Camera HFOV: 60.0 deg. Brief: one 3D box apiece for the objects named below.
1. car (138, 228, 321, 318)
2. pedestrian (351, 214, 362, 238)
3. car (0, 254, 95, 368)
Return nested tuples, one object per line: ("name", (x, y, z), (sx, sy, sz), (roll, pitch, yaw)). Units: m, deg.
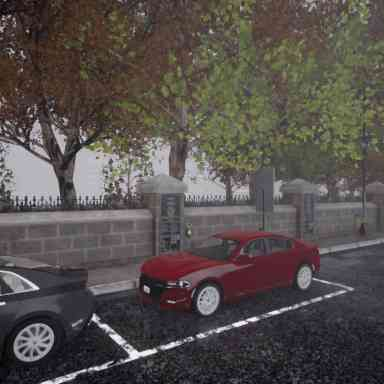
("car", (0.999, 1.545, 7.414), (4.507, 1.381, 1.887), (0, 0, -35))
("pedestrian", (7.601, 1.525, 15.172), (0.500, 1.100, 0.500), (0, 0, -35))
("car", (-3.489, 1.551, 4.166), (4.403, 1.369, 2.008), (0, 0, -35))
